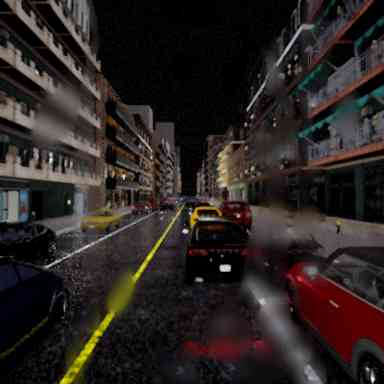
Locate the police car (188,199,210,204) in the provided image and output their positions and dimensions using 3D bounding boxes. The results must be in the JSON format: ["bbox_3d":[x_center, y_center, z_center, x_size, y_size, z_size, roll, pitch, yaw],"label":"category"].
[{"bbox_3d":[0.840,1.624,25.951,1.930,1.638,5.238,0,0,0],"label":"police car"}]

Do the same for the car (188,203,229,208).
[{"bbox_3d":[0.855,1.631,19.840,1.882,1.535,5.008,0,0,0],"label":"car"}]

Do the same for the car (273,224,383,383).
[{"bbox_3d":[2.682,1.477,4.713,1.967,1.590,4.097,0,0,0],"label":"car"}]

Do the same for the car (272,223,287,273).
[{"bbox_3d":[2.669,1.631,10.347,2.008,1.369,4.403,0,0,0],"label":"car"}]

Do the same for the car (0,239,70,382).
[{"bbox_3d":[-3.109,1.597,4.113,1.994,1.385,4.181,0,0,0],"label":"car"}]

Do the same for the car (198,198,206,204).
[{"bbox_3d":[2.495,2.169,83.619,1.887,1.381,4.507,0,0,0],"label":"car"}]

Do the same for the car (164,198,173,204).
[{"bbox_3d":[-5.885,2.170,83.603,1.887,1.381,4.507,0,0,0],"label":"car"}]

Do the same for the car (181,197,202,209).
[{"bbox_3d":[-0.097,1.845,46.568,2.128,1.511,4.902,0,0,0],"label":"car"}]

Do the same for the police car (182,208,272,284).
[{"bbox_3d":[0.740,1.502,9.957,1.930,1.638,5.238,0,0,0],"label":"police car"}]

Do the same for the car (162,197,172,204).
[{"bbox_3d":[-5.872,2.024,77.967,1.967,1.590,4.097,0,0,0],"label":"car"}]

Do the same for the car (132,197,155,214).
[{"bbox_3d":[-5.779,1.734,38.514,1.967,1.590,4.097,0,0,0],"label":"car"}]

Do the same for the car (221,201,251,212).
[{"bbox_3d":[2.643,1.481,21.622,2.192,1.841,5.009,0,0,0],"label":"car"}]

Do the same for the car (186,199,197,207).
[{"bbox_3d":[-0.142,2.019,60.388,1.994,1.385,4.181,0,0,0],"label":"car"}]

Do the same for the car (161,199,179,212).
[{"bbox_3d":[-3.198,1.941,44.849,1.895,1.301,4.718,0,0,0],"label":"car"}]

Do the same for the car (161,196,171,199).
[{"bbox_3d":[-5.858,1.858,72.332,2.192,1.841,5.009,0,0,0],"label":"car"}]

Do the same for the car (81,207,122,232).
[{"bbox_3d":[-5.738,1.691,21.434,1.752,1.417,4.829,0,0,0],"label":"car"}]

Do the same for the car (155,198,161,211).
[{"bbox_3d":[-5.791,1.651,44.151,2.192,1.841,5.009,0,0,0],"label":"car"}]

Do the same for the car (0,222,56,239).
[{"bbox_3d":[-5.712,1.647,10.330,1.947,1.339,4.313,0,0,0],"label":"car"}]
